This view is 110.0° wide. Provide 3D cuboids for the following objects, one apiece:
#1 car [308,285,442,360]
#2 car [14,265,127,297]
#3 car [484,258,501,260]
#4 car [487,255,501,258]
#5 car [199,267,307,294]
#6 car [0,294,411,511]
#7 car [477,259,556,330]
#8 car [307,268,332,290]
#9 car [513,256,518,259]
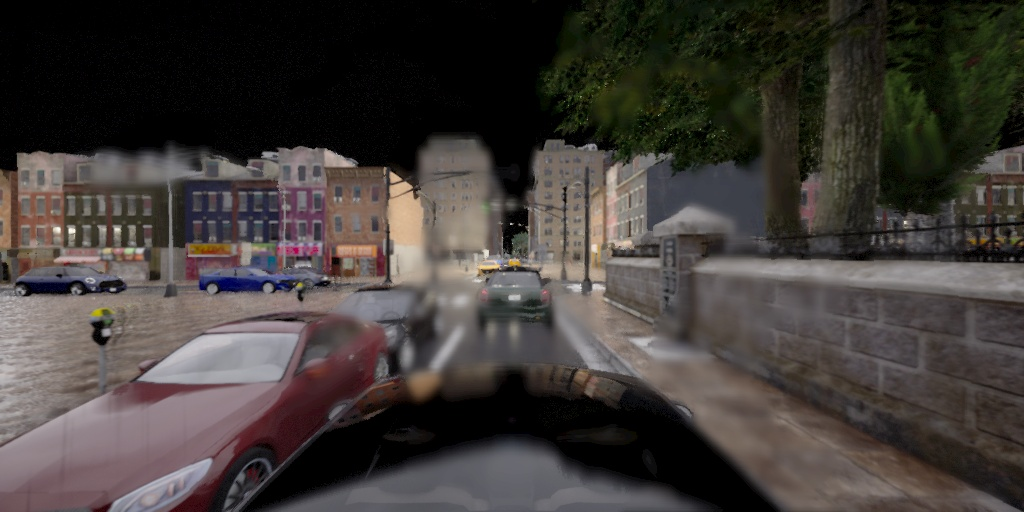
[{"bbox_3d":[-2.637,1.312,7.556,1.948,1.339,4.313,0,0,0],"label":"car"},{"bbox_3d":[-24.964,1.367,20.421,4.553,1.767,2.097,-1,0,0],"label":"car"},{"bbox_3d":[-2.274,1.198,35.822,1.882,1.535,5.008,0,0,1],"label":"car"},{"bbox_3d":[-2.293,0.934,46.009,2.150,2.045,5.566,0,0,0],"label":"car"},{"bbox_3d":[-14.887,1.362,20.453,5.008,1.535,1.882,-1,0,0],"label":"car"},{"bbox_3d":[-2.637,1.330,3.893,1.802,1.307,4.207,0,0,0],"label":"car"},{"bbox_3d":[0.200,1.096,11.301,2.097,1.767,4.553,0,0,3],"label":"car"},{"bbox_3d":[-14.051,1.436,23.254,4.181,1.385,1.994,-1,0,1],"label":"car"},{"bbox_3d":[0.385,1.174,62.516,1.882,1.535,5.008,0,0,0],"label":"car"}]
